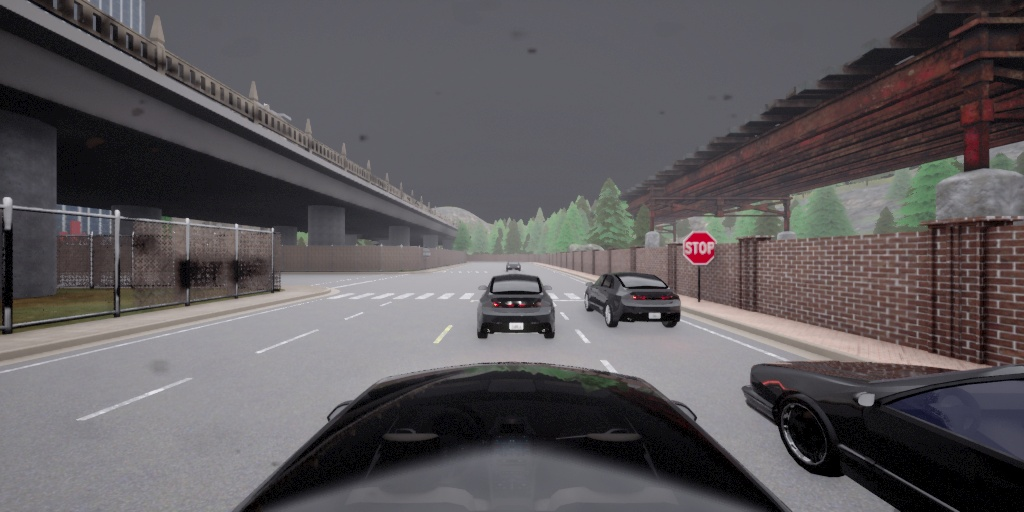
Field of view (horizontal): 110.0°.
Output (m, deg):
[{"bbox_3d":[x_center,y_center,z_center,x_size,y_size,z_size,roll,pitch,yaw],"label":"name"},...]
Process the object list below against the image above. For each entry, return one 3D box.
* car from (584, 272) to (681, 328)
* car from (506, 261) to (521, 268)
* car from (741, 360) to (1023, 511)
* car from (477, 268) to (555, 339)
[{"bbox_3d":[3.596,1.255,11.443,1.837,1.490,4.892,0,0,0],"label":"car"},{"bbox_3d":[0.166,1.351,46.358,1.895,1.301,4.718,0,0,-1],"label":"car"},{"bbox_3d":[3.600,1.297,1.697,2.033,1.411,5.357,0,0,0],"label":"car"},{"bbox_3d":[0.095,1.255,10.083,1.837,1.490,4.892,0,0,0],"label":"car"}]
